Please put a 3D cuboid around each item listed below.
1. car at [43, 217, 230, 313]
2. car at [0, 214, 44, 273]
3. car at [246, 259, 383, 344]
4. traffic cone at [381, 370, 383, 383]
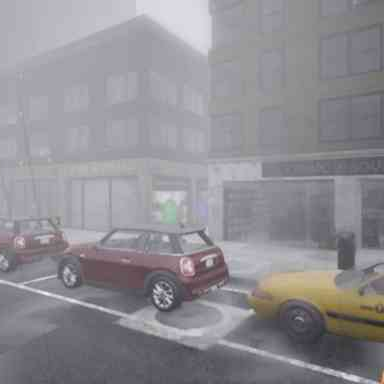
[{"bbox_3d":[-1.277,1.448,7.733,4.097,1.590,1.967,0,0,33],"label":"car"},{"bbox_3d":[-5.912,1.451,10.738,4.097,1.590,1.967,0,0,33],"label":"car"},{"bbox_3d":[3.215,1.531,4.821,4.829,1.417,1.752,0,0,33],"label":"car"},{"bbox_3d":[1.918,1.959,3.120,0.340,0.580,0.340,0,0,33],"label":"traffic cone"}]
